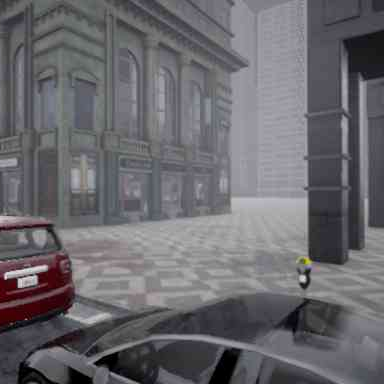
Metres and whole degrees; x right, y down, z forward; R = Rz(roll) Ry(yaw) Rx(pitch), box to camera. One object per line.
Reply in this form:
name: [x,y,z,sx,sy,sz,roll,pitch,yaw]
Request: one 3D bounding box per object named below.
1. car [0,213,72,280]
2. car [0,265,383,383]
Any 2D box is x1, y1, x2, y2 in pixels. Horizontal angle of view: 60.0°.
car: [-4.198,1.310,5.962,5.009,1.841,2.192,0,0,35]
car: [0.361,1.565,2.708,4.313,1.339,1.947,0,0,35]
